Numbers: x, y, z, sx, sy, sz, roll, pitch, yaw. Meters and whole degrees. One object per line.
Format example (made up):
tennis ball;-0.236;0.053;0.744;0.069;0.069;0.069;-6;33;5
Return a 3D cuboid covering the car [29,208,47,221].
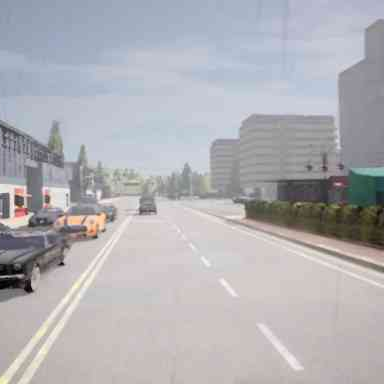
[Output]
car;-10.341;1.822;24.284;1.994;1.385;4.181;-1;0;-8

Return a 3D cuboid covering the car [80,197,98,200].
car;-12.390;1.650;39.853;2.150;2.045;5.566;-1;0;-8

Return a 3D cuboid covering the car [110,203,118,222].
car;-7.321;1.698;28.061;2.128;1.511;4.902;-1;0;-8

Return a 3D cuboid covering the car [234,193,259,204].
car;10.024;1.088;58.795;3.866;1.878;1.905;-1;0;-9

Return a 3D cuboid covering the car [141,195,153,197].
car;-6.253;1.449;46.605;2.150;2.045;5.566;-1;0;-8

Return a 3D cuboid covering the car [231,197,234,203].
car;9.610;1.100;61.660;4.605;1.855;1.932;-1;0;-9

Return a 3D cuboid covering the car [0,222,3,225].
car;-8.833;1.768;13.308;1.994;1.385;4.181;-1;0;-7

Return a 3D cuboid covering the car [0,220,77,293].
car;-4.744;1.715;9.174;1.895;1.301;4.718;-1;0;-8

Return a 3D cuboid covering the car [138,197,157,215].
car;-4.805;1.667;36.457;2.128;1.511;4.902;-1;0;-7

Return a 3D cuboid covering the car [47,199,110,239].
car;-5.973;1.510;18.144;2.097;1.767;4.553;-1;0;-8
